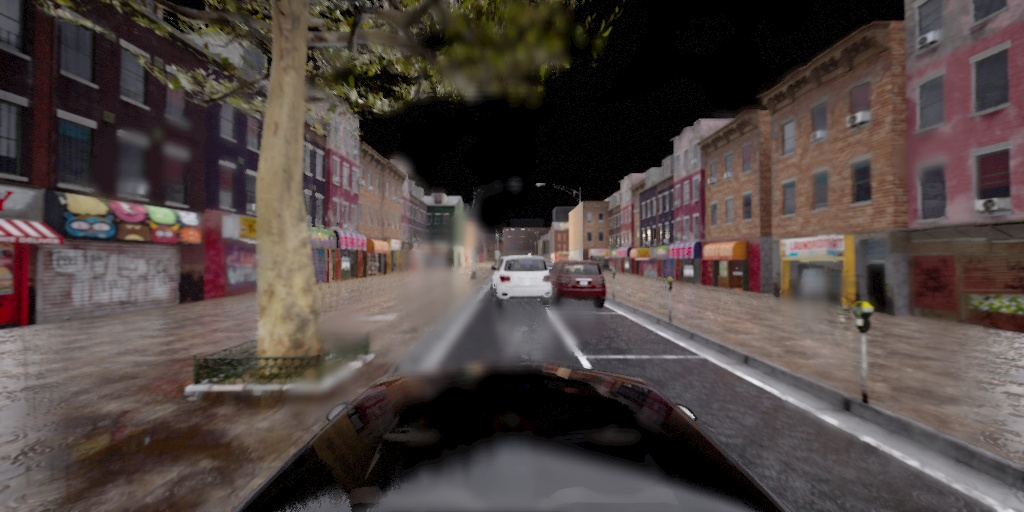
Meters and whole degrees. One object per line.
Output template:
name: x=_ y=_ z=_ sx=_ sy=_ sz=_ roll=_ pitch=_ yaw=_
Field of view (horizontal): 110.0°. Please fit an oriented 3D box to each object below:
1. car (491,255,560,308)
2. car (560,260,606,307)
car: x=0.315 y=1.000 z=15.621 sx=2.150 sy=2.045 sz=5.566 roll=0 pitch=0 yaw=-5
car: x=2.632 y=1.095 z=15.593 sx=2.192 sy=1.841 sz=5.009 roll=0 pitch=0 yaw=0
